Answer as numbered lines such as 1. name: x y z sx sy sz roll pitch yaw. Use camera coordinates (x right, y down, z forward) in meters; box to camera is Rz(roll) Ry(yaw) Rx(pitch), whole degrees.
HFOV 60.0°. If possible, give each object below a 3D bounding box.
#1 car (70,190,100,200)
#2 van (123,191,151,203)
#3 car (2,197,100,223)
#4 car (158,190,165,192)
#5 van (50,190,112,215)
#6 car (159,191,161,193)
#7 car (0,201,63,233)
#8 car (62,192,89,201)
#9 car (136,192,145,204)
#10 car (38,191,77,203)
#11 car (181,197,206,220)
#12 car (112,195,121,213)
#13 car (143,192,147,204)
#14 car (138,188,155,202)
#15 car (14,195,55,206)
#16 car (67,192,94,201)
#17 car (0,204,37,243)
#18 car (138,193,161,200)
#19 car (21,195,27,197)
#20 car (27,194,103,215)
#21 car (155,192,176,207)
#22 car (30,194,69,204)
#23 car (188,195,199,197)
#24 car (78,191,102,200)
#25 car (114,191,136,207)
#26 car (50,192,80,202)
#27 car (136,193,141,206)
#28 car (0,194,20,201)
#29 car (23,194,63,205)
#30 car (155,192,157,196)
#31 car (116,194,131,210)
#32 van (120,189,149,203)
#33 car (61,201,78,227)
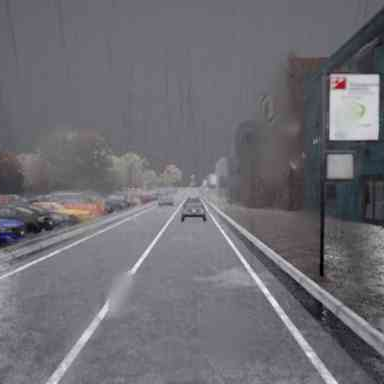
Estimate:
1. car: -22.250 0.664 69.515 5.566 2.045 2.435 0 1 0
2. van: -9.118 0.828 55.386 4.442 1.987 1.878 0 1 0
3. car: -9.269 1.351 22.114 5.366 1.575 1.946 0 0 0
4. car: -8.957 0.915 69.427 5.366 1.575 1.946 0 1 0
5. van: -9.301 1.083 27.616 4.442 1.987 1.878 0 0 0
6. car: -9.190 0.975 66.646 4.792 1.488 2.163 0 1 0
7. car: -9.486 1.398 16.548 5.008 1.535 2.097 0 0 0
8. car: -22.290 0.845 63.822 4.553 1.767 2.185 0 1 0
9. car: -9.493 1.156 44.382 5.366 1.575 1.946 0 1 0
10. car: -22.343 0.800 55.467 5.566 2.045 2.435 0 1 0
11. car: 0.127 1.355 25.639 2.033 1.411 5.357 0 0 0
12. car: -9.370 1.314 30.465 4.792 1.488 2.163 0 1 0
13. car: -9.283 1.134 47.164 4.892 1.521 2.231 0 1 0
14. car: -9.224 0.829 52.728 5.566 2.045 2.435 0 1 0
15. car: -22.339 1.160 47.239 4.792 1.488 2.163 0 1 0
16. car: -22.272 0.818 66.607 4.553 1.767 2.185 0 1 0
17. car: -9.515 1.419 13.765 5.008 1.535 2.097 0 0 0
18. car: -9.140 0.933 72.070 4.674 1.452 2.002 -1 1 1
19. car: -22.430 1.210 38.885 4.892 1.521 2.231 0 1 0
20. car: -9.405 1.206 24.897 4.553 1.767 2.185 0 0 0
21. car: -3.259 1.155 43.145 1.837 1.490 4.892 0 1 0
22. car: -22.518 1.076 52.686 5.366 1.575 1.946 0 1 0
23. car: 0.173 1.155 41.875 2.128 1.511 4.902 0 1 0
24. car: -22.172 0.763 72.302 4.553 1.767 2.185 0 1 0
25. car: -9.313 1.086 38.812 4.553 1.767 2.185 0 1 0
26. car: -22.264 0.898 58.377 4.553 1.767 2.185 0 1 0
27. car: -9.332 1.186 41.598 4.892 1.521 2.231 0 1 0
28. car: -22.414 0.982 36.099 5.566 2.045 2.435 0 1 0
29. car: -22.356 1.104 50.025 5.008 1.535 2.097 0 1 0
30. car: -9.209 1.027 58.296 4.892 1.521 2.231 0 1 0
31. car: -9.365 1.276 36.032 4.674 1.452 2.002 0 1 0
32. van: -9.154 0.881 49.944 4.442 1.987 1.878 0 1 0
33. car: -9.475 1.417 19.333 4.674 1.452 2.002 0 0 0
